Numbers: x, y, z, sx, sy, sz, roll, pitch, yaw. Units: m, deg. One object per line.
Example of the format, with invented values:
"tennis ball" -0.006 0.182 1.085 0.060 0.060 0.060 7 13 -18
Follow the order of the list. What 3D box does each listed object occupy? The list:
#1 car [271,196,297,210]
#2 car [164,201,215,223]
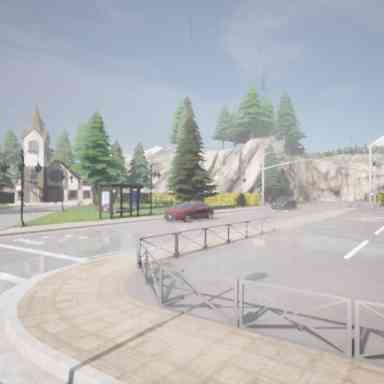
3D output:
"car" 11.857 1.355 42.764 2.097 1.767 4.553 0 0 35
"car" -0.119 1.483 25.730 1.882 1.535 5.008 0 0 35
